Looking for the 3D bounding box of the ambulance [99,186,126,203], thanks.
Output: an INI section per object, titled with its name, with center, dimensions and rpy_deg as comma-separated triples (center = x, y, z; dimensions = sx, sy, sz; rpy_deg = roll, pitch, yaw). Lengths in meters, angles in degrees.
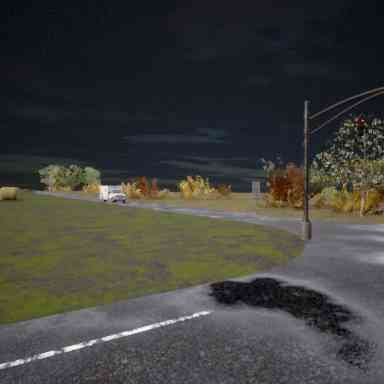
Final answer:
[ambulance]
center = -11.911, 0.335, 50.044
dimensions = 2.351, 2.431, 6.366
rpy_deg = 2, 0, -32
